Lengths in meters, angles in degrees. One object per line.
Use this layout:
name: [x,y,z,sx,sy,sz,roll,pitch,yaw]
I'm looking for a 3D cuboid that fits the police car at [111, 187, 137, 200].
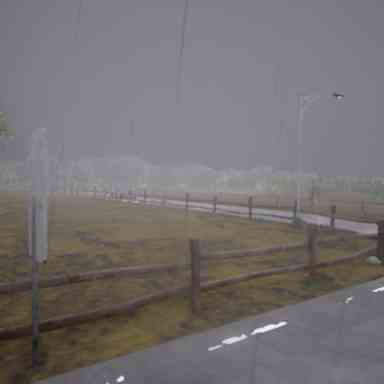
police car: [-9.077,0.179,44.587,2.038,1.542,4.974,0,2,-36]
